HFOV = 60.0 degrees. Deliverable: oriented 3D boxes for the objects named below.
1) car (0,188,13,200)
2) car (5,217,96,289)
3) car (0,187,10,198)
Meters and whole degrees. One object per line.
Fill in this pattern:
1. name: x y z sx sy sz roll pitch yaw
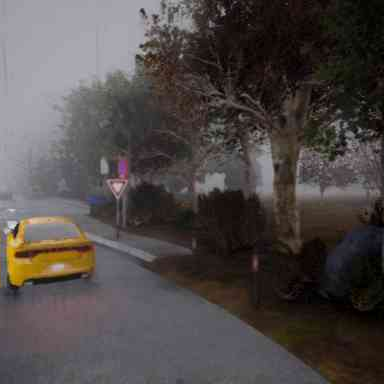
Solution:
1. car: -27.049 0.266 47.939 2.097 1.767 4.553 -1 2 -31
2. car: -4.102 1.434 9.386 1.882 1.535 5.008 -1 2 -29
3. car: -32.582 0.044 56.969 2.097 1.767 4.553 -1 2 -31
